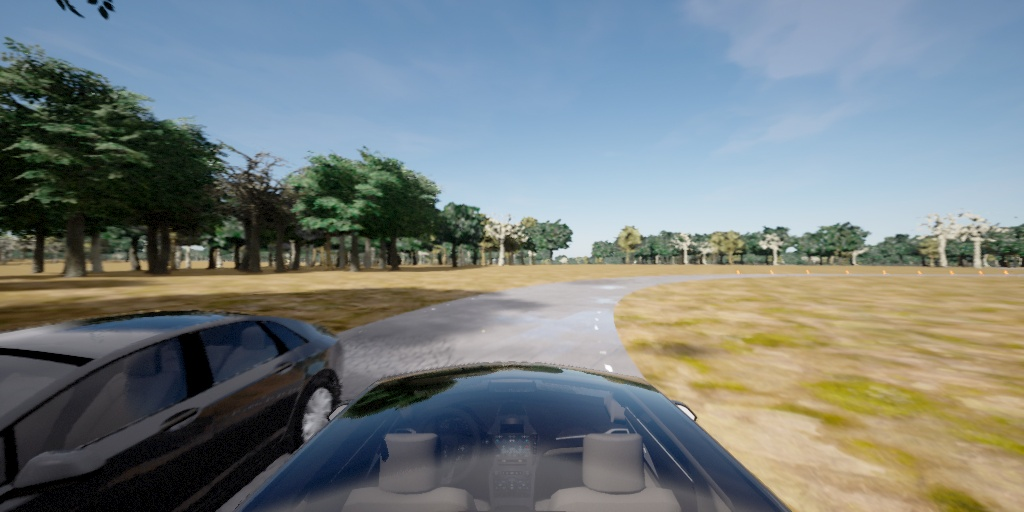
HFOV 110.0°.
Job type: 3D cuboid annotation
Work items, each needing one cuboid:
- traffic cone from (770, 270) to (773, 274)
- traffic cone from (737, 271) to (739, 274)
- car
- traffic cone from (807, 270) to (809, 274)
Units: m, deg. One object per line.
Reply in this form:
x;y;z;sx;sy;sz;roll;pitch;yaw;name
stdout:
34.040;2.091;47.016;0.340;0.580;0.340;0;0;-10;traffic cone
28.879;2.059;45.784;0.340;0.580;0.340;0;0;-17;traffic cone
-2.909;1.222;2.281;1.837;1.490;4.892;0;0;2;car
39.306;2.119;47.651;0.340;0.580;0.340;0;0;-4;traffic cone
